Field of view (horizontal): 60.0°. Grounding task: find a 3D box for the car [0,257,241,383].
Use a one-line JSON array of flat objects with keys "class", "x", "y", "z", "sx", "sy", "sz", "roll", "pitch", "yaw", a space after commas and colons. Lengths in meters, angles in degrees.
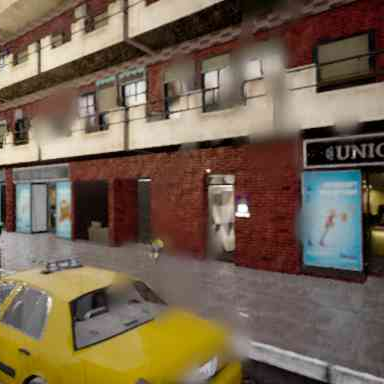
[{"class": "car", "x": -1.792, "y": 1.507, "z": 4.177, "sx": 4.829, "sy": 1.417, "sz": 1.752, "roll": 0, "pitch": -1, "yaw": 36}]
